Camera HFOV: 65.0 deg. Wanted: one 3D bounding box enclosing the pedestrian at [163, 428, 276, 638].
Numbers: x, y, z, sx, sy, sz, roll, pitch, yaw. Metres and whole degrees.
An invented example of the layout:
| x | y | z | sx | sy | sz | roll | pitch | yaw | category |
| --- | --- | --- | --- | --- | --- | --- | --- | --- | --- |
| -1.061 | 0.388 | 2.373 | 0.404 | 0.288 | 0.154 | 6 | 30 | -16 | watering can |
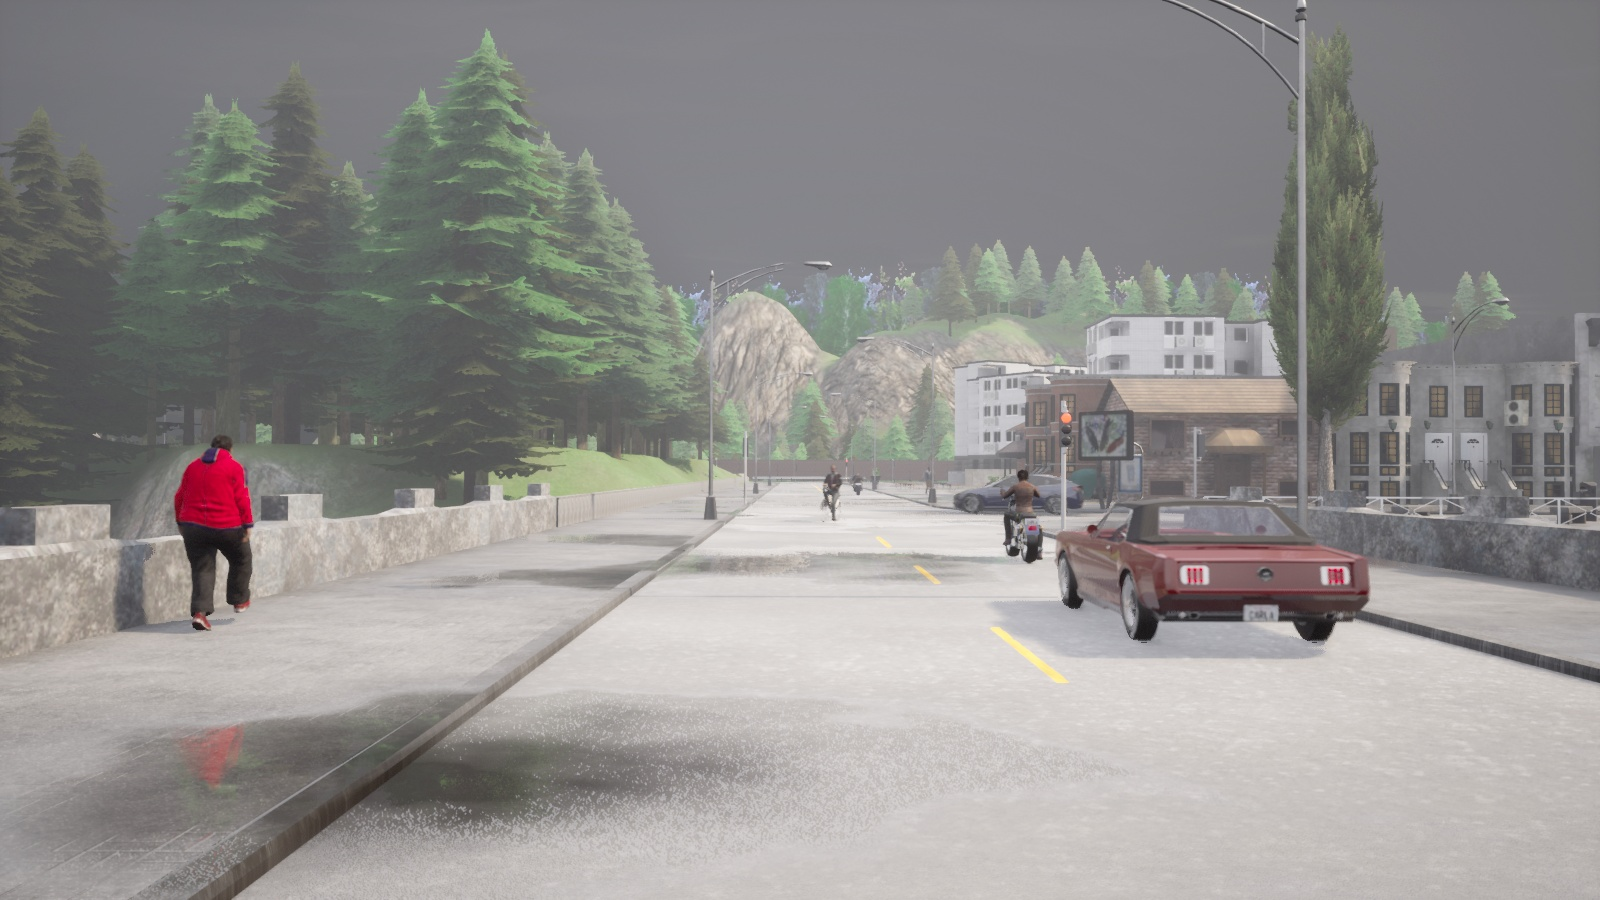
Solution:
| x | y | z | sx | sy | sz | roll | pitch | yaw | category |
| --- | --- | --- | --- | --- | --- | --- | --- | --- | --- |
| -5.320 | 0.739 | 11.545 | 0.634 | 1.844 | 0.899 | 0 | -1 | -2 | pedestrian |

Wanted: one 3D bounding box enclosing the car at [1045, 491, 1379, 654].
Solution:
| x | y | z | sx | sy | sz | roll | pitch | yaw | category |
| --- | --- | --- | --- | --- | --- | --- | --- | --- | --- |
| 3.968 | 1.118 | 13.048 | 1.895 | 1.301 | 4.718 | 0 | -1 | 0 | car |

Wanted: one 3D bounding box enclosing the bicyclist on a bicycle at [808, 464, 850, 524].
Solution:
| x | y | z | sx | sy | sz | roll | pitch | yaw | category |
| --- | --- | --- | --- | --- | --- | --- | --- | --- | --- |
| 0.882 | 1.321 | 38.148 | 0.659 | 1.776 | 1.843 | 1 | -1 | 21 | bicyclist on a bicycle |

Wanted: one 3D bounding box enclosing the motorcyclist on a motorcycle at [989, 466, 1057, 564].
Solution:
| x | y | z | sx | sy | sz | roll | pitch | yaw | category |
| --- | --- | --- | --- | --- | --- | --- | --- | --- | --- |
| 3.944 | 1.124 | 22.380 | 0.766 | 1.649 | 2.350 | 0 | -1 | 0 | motorcyclist on a motorcycle |

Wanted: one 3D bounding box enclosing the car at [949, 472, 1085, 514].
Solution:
| x | y | z | sx | sy | sz | roll | pitch | yaw | category |
| --- | --- | --- | --- | --- | --- | --- | --- | --- | --- |
| 8.045 | 1.559 | 46.461 | 4.792 | 1.488 | 2.163 | 0 | -1 | 15 | car |
